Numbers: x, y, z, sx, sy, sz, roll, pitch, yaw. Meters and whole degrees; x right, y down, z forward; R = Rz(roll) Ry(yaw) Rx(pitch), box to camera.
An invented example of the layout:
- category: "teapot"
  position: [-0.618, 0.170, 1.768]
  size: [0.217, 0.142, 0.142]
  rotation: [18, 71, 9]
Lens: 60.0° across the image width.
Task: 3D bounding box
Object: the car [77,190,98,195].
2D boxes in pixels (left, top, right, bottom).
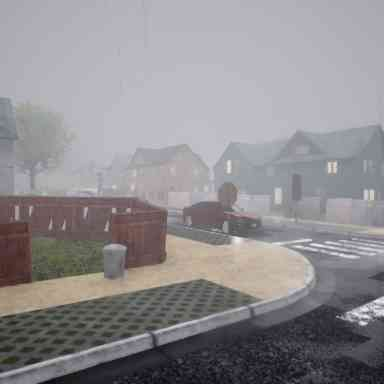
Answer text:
- category: "car"
  position: [-10.322, 0.808, 33.665]
  size: [2.033, 1.411, 5.357]
  rotation: [1, 1, -36]

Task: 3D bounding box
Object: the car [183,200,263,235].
- category: "car"
  position: [1.432, 1.187, 17.167]
  size: [1.882, 1.535, 5.008]
  rotation: [1, 1, -34]

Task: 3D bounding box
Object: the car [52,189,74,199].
- category: "car"
  position: [-20.460, 0.331, 52.739]
  size: [2.128, 1.511, 4.902]
  rotation: [1, 1, -36]

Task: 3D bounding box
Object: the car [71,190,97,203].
- category: "car"
  position: [-14.432, 0.569, 44.397]
  size: [1.837, 1.490, 4.892]
  rotation: [1, 1, -36]

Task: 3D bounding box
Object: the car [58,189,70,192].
- category: "car"
  position: [-16.556, 0.590, 42.471]
  size: [1.994, 1.385, 4.181]
  rotation: [1, 1, -35]

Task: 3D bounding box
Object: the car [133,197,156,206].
- category: "car"
  position: [-4.301, 1.053, 25.243]
  size: [1.994, 1.385, 4.181]
  rotation: [1, 1, -35]
